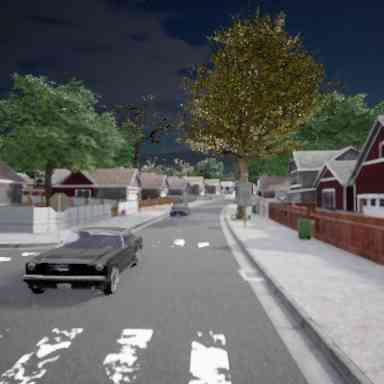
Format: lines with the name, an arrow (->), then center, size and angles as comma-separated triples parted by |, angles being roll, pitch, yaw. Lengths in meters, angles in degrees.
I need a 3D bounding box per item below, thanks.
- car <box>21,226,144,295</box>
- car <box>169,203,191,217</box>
car -> -2.606, 1.668, 9.111 | 1.895, 1.301, 4.718 | 1, 0, 1
car -> -1.142, 1.869, 35.302 | 2.033, 1.411, 5.357 | 0, 0, 5
